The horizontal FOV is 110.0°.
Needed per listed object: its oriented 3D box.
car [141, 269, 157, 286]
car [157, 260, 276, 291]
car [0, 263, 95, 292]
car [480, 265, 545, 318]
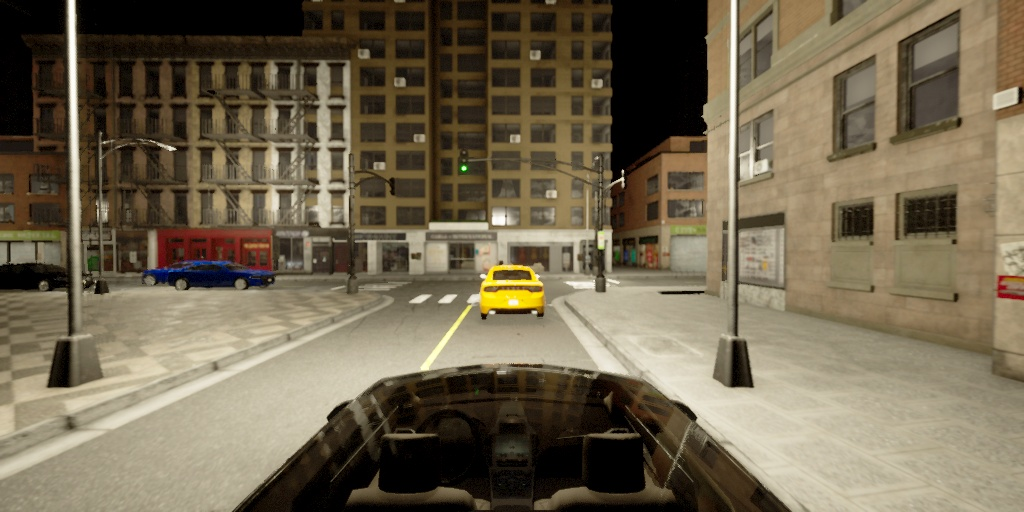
[{"bbox_3d":[-20.076,1.032,22.388,5.008,1.535,1.882,0,1,0],"label":"car"},{"bbox_3d":[-15.522,1.041,19.298,5.008,1.535,1.882,0,1,0],"label":"car"},{"bbox_3d":[-25.494,1.114,19.162,5.008,1.535,1.882,0,1,-1],"label":"car"},{"bbox_3d":[-0.056,1.050,12.098,1.882,1.535,5.008,0,1,-2],"label":"car"}]
